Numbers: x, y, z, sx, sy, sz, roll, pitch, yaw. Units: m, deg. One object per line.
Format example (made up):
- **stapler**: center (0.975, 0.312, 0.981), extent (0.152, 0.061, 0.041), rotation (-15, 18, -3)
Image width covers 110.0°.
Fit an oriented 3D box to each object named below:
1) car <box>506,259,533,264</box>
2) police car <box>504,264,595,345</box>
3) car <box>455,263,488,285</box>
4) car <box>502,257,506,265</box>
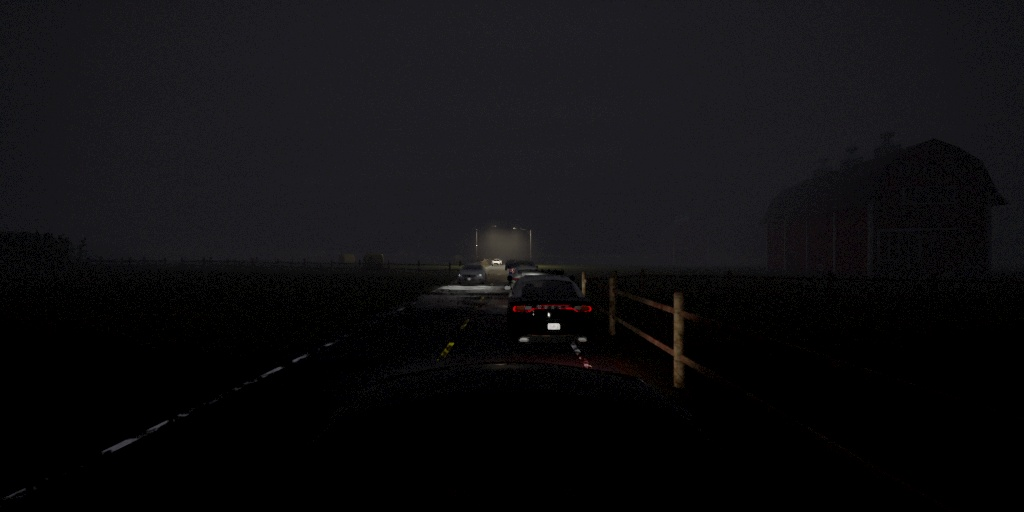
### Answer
- **car**: center (0.806, 1.097, 25.467), extent (2.097, 1.767, 4.553), rotation (0, 0, 0)
- **police car**: center (0.819, 1.174, 9.607), extent (1.930, 1.638, 5.238), rotation (0, 0, 0)
- **car**: center (-2.869, 1.272, 26.388), extent (1.812, 1.442, 4.674), rotation (0, 0, 0)
- **car**: center (0.020, 1.217, 49.789), extent (1.882, 1.535, 5.008), rotation (0, 0, 0)
